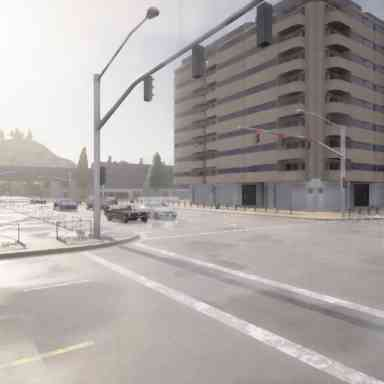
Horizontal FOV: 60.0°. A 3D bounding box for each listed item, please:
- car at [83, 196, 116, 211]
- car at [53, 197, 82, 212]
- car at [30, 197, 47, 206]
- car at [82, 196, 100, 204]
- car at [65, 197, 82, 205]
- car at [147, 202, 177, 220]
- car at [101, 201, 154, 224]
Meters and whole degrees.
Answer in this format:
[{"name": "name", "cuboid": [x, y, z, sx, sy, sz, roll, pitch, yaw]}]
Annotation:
[{"name": "car", "cuboid": [-11.461, 1.559, 40.696, 1.837, 1.490, 4.892, 0, 0, -35]}, {"name": "car", "cuboid": [-15.258, 1.533, 40.002, 1.882, 1.535, 5.008, 0, 0, -35]}, {"name": "car", "cuboid": [-24.719, 1.457, 53.516, 1.895, 1.301, 4.718, 0, 0, -35]}, {"name": "car", "cuboid": [-19.709, 1.533, 64.778, 1.882, 1.535, 5.008, 0, 0, -35]}, {"name": "car", "cuboid": [-22.117, 1.619, 62.122, 1.994, 1.385, 4.181, 0, 0, -35]}, {"name": "car", "cuboid": [-3.105, 1.581, 28.925, 1.812, 1.442, 4.674, 0, 0, -35]}, {"name": "car", "cuboid": [-5.051, 1.656, 25.590, 1.895, 1.301, 4.718, 0, 0, -35]}]
